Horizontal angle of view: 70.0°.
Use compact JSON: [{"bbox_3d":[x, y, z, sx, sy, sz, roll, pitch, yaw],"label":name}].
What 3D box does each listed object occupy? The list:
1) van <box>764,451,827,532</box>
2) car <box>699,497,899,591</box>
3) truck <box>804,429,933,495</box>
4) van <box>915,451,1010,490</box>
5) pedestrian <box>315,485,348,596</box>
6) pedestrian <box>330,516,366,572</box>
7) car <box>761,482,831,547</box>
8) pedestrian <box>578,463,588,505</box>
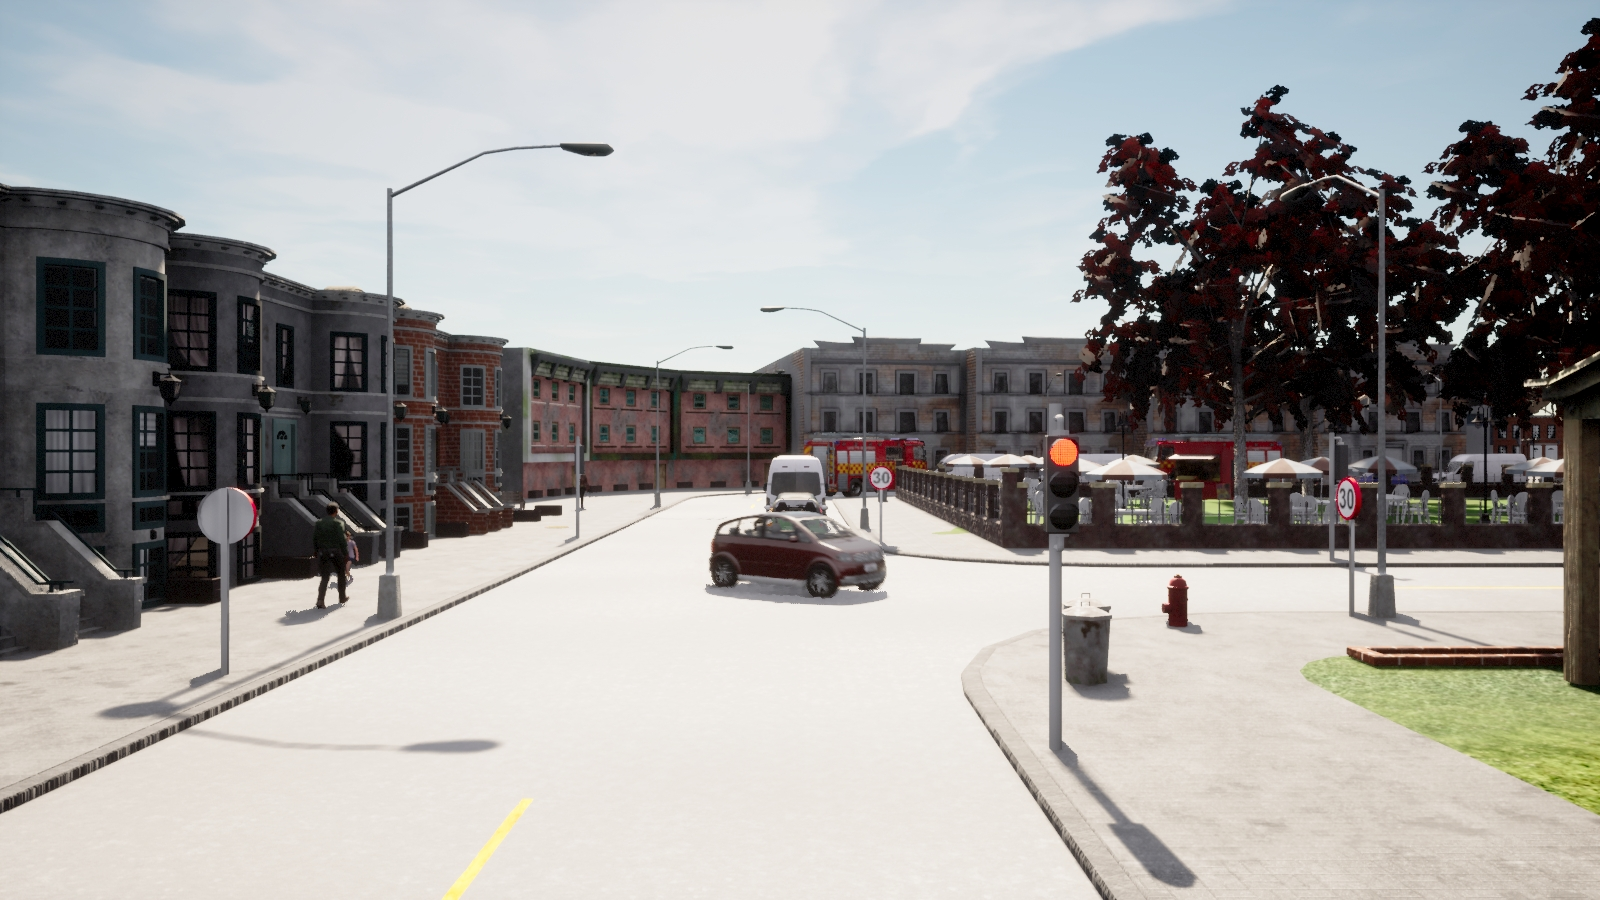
[{"bbox_3d":[-0.147,1.315,39.074,1.988,2.561,5.915,0,0,0],"label":"van"},{"bbox_3d":[-0.060,1.806,22.828,3.705,1.549,1.789,0,1,40],"label":"car"},{"bbox_3d":[4.295,0.672,70.228,8.468,3.827,2.891,0,0,-43],"label":"truck"},{"bbox_3d":[10.550,1.314,74.428,5.915,2.561,1.988,0,0,0],"label":"van"},{"bbox_3d":[-7.943,1.524,19.383,0.375,1.860,0.375,0,0,6],"label":"pedestrian"},{"bbox_3d":[-9.172,1.904,23.192,0.500,1.100,0.500,0,0,8],"label":"pedestrian"},{"bbox_3d":[-0.119,1.779,32.373,1.851,1.617,3.988,0,0,0],"label":"car"},{"bbox_3d":[-9.816,1.525,51.597,0.375,1.860,0.375,0,0,1],"label":"pedestrian"}]
